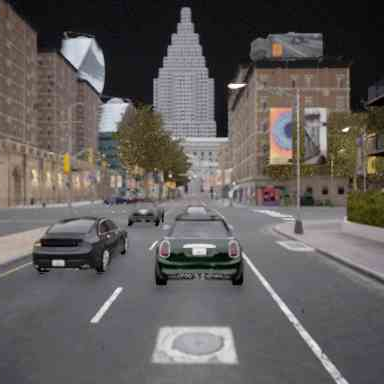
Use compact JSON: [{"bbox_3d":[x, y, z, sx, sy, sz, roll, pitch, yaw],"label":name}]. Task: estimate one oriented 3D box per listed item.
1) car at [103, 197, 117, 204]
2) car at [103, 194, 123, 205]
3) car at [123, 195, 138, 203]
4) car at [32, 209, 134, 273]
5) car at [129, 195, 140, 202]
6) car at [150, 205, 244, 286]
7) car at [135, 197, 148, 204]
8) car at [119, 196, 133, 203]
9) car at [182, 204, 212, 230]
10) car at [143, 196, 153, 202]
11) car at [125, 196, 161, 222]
[{"bbox_3d":[-17.600,1.758,71.334,1.895,1.301,4.718,0,0,0],"label":"car"},{"bbox_3d":[-14.433,1.365,62.391,2.150,2.045,5.566,0,0,1],"label":"car"},{"bbox_3d":[-10.939,1.621,61.893,1.882,1.535,5.008,0,0,1],"label":"car"},{"bbox_3d":[-3.315,1.530,10.722,1.837,1.490,4.892,0,0,0],"label":"car"},{"bbox_3d":[-14.247,1.546,82.500,2.097,1.767,4.553,0,0,1],"label":"car"},{"bbox_3d":[0.184,1.374,9.630,2.097,1.767,4.553,0,0,0],"label":"car"},{"bbox_3d":[-10.848,1.761,71.587,1.895,1.301,4.718,0,0,1],"label":"car"},{"bbox_3d":[-14.339,1.707,72.507,2.033,1.411,5.357,0,0,1],"label":"car"},{"bbox_3d":[0.302,1.578,22.360,1.812,1.442,4.674,0,0,0],"label":"car"},{"bbox_3d":[-10.756,1.742,81.488,1.994,1.385,4.181,0,0,1],"label":"car"},{"bbox_3d":[-3.188,1.405,24.056,2.097,1.767,4.553,0,0,1],"label":"car"}]
